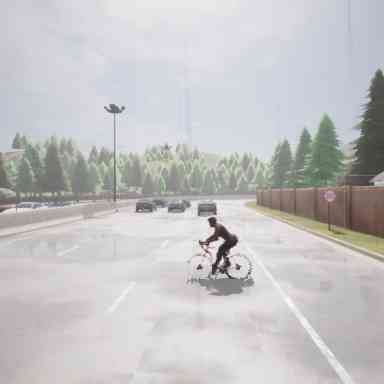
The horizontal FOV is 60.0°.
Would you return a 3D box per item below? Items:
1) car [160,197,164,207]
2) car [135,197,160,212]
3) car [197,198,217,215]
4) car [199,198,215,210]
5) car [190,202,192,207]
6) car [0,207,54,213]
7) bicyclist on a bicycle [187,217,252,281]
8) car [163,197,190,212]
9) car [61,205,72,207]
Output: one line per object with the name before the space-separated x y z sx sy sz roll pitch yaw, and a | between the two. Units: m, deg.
car | -4.768 1.505 48.989 1.837 1.490 4.892 0 0 4
car | -5.271 1.505 38.576 1.837 1.490 4.892 0 0 3
car | 1.556 1.492 34.085 2.128 1.511 4.902 0 0 3
car | 2.039 1.547 44.843 2.033 1.411 5.357 0 0 3
car | -1.212 1.526 49.626 1.812 1.442 4.674 0 0 4
car | -12.915 1.526 26.135 1.812 1.442 4.674 0 0 3
bicyclist on a bicycle | 0.682 1.452 8.439 1.656 1.620 0.582 0 0 3
car | -1.741 1.547 39.113 2.033 1.411 5.357 0 0 3
car | -12.744 1.564 31.366 1.994 1.385 4.181 0 0 3
